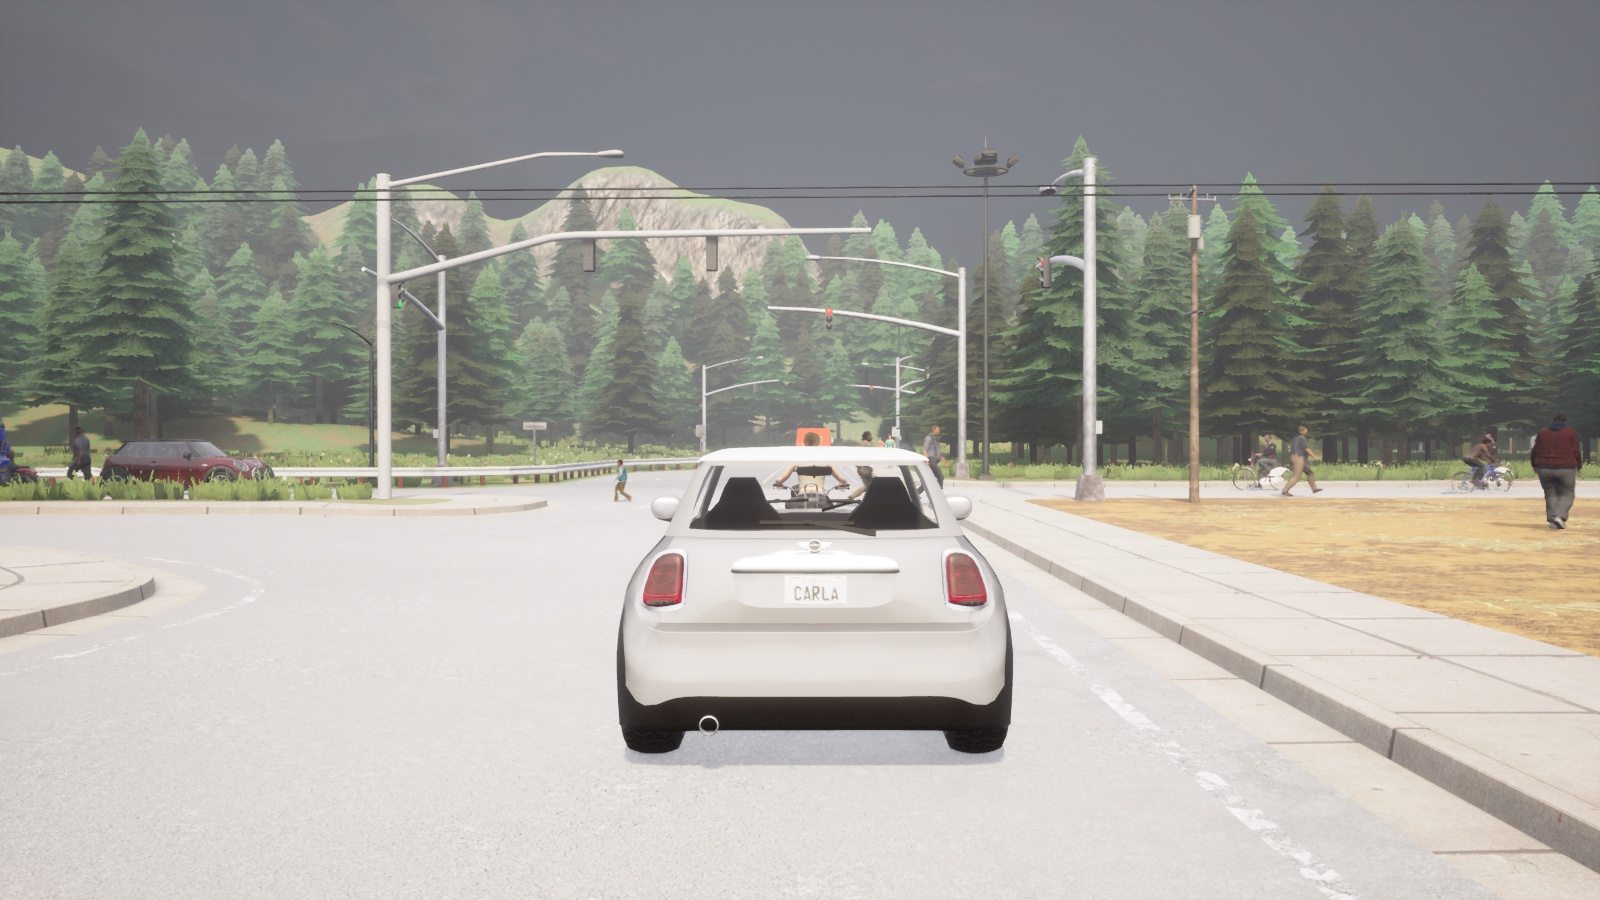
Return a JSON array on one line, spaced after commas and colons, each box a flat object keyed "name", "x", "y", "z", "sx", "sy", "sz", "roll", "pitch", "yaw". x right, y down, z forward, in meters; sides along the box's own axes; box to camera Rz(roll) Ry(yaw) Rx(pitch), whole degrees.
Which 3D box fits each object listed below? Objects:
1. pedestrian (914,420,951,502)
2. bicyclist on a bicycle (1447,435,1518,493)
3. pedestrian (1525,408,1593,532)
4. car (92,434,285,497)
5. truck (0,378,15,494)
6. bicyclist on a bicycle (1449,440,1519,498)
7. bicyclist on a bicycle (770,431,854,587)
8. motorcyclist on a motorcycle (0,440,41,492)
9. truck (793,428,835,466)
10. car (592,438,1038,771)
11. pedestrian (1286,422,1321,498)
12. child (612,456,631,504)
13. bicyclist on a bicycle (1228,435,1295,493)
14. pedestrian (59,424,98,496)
[{"name": "pedestrian", "x": 3.059, "y": 0.247, "z": 28.978, "sx": 0.694, "sy": 1.848, "sz": 0.540, "roll": 0, "pitch": 0, "yaw": 35}, {"name": "bicyclist on a bicycle", "x": 21.146, "y": 0.425, "z": 38.926, "sx": 1.843, "sy": 1.776, "sz": 0.659, "roll": 0, "pitch": 0, "yaw": 1}, {"name": "pedestrian", "x": 11.596, "y": 0.291, "z": 19.190, "sx": 0.899, "sy": 1.844, "sz": 0.634, "roll": 0, "pitch": 0, "yaw": -41}, {"name": "car", "x": -17.662, "y": 0.430, "z": 36.426, "sx": 4.553, "sy": 1.767, "sz": 2.097, "roll": 0, "pitch": 0, "yaw": 1}, {"name": "truck", "x": -27.785, "y": -0.411, "z": 36.683, "sx": 7.936, "sy": 3.462, "sz": 2.891, "roll": 0, "pitch": 0, "yaw": 1}, {"name": "bicyclist on a bicycle", "x": 19.319, "y": 0.526, "z": 35.475, "sx": 1.656, "sy": 1.620, "sz": 0.582, "roll": 0, "pitch": 0, "yaw": 2}, {"name": "bicyclist on a bicycle", "x": 0.123, "y": 0.607, "z": 13.751, "sx": 0.866, "sy": 1.612, "sz": 1.509, "roll": 0, "pitch": 0, "yaw": 0}, {"name": "motorcyclist on a motorcycle", "x": -25.659, "y": 0.501, "z": 40.133, "sx": 2.350, "sy": 1.649, "sz": 0.766, "roll": 0, "pitch": 0, "yaw": 2}, {"name": "truck", "x": 0.965, "y": -0.210, "z": 83.654, "sx": 2.627, "sy": 2.467, "sz": 5.204, "roll": 0, "pitch": 0, "yaw": 2}, {"name": "car", "x": 0.070, "y": 0.672, "z": 7.459, "sx": 1.970, "sy": 1.475, "sz": 3.806, "roll": 0, "pitch": 0, "yaw": 0}, {"name": "pedestrian", "x": 12.369, "y": 0.250, "z": 30.870, "sx": 0.694, "sy": 1.848, "sz": 0.540, "roll": 0, "pitch": 0, "yaw": 10}, {"name": "child", "x": -4.502, "y": 0.752, "z": 31.667, "sx": 0.448, "sy": 1.192, "sz": 0.343, "roll": 0, "pitch": 0, "yaw": -2}, {"name": "bicyclist on a bicycle", "x": 14.370, "y": 0.424, "z": 39.101, "sx": 1.843, "sy": 1.776, "sz": 0.659, "roll": 0, "pitch": 0, "yaw": 1}, {"name": "pedestrian", "x": -18.608, "y": 0.249, "z": 32.388, "sx": 0.694, "sy": 1.848, "sz": 0.540, "roll": 0, "pitch": 0, "yaw": 2}]
